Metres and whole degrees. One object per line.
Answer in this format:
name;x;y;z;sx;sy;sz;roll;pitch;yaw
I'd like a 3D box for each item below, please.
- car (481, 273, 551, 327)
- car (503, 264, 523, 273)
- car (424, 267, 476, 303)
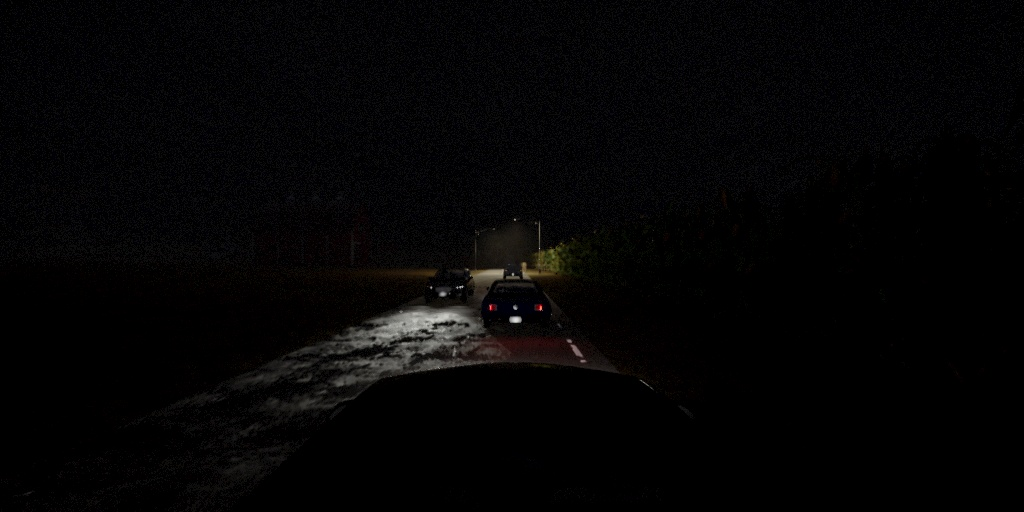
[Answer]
car;0.101;1.400;11.682;1.895;1.301;4.718;0;0;0
car;0.100;1.513;36.123;1.812;1.442;4.674;0;-1;0
car;-2.850;1.319;17.231;2.128;1.511;4.902;0;0;0
